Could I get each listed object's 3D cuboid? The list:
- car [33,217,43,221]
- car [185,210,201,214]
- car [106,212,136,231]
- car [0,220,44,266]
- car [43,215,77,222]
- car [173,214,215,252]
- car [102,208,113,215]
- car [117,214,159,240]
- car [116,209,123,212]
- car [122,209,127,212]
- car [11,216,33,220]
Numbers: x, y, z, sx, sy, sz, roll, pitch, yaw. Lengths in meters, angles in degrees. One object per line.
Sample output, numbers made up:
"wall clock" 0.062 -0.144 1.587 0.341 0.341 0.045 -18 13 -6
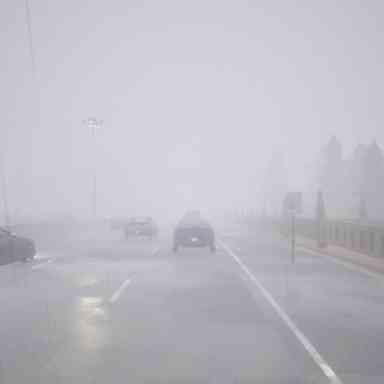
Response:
"car" -17.582 3.612 41.943 1.882 1.535 5.008 0 -4 0
"car" 0.087 3.154 38.705 2.150 2.045 5.566 0 -4 0
"car" -6.912 3.093 33.584 1.882 1.535 5.008 0 -4 0
"car" -6.904 1.813 10.911 1.994 1.385 4.181 0 -2 0
"car" -14.087 3.302 36.484 1.837 1.490 4.892 0 -4 0
"car" 0.093 2.036 16.715 1.882 1.535 5.008 0 -4 0
"car" -21.028 4.758 82.618 1.882 1.535 5.008 0 2 0
"car" -3.409 2.453 23.086 2.128 1.511 4.902 0 -4 0
"car" -17.528 4.833 82.621 1.994 1.385 4.181 0 2 0
"car" -14.025 5.105 75.319 1.895 1.301 4.718 0 0 0
"car" -21.080 3.660 41.593 2.033 1.411 5.357 0 -4 0
